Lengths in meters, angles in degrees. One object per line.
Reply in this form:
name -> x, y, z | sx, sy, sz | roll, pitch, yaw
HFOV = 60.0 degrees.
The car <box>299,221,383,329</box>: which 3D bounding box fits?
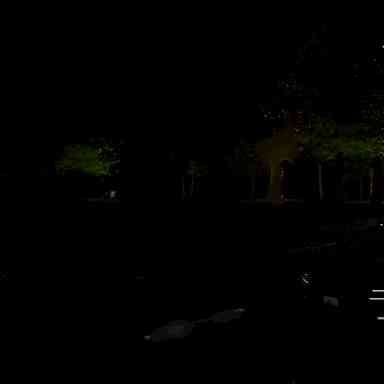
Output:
car -> 4.230, 1.423, 6.697 | 5.008, 1.535, 1.882 | -1, 0, -35
